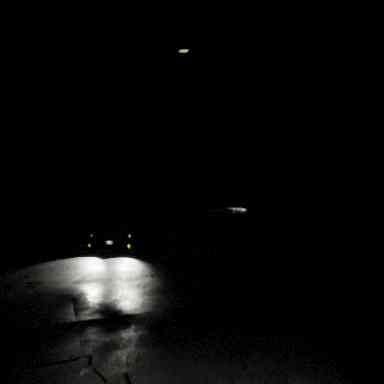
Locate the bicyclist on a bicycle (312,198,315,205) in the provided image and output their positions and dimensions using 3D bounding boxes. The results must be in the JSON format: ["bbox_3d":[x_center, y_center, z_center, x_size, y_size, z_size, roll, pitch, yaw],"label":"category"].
[{"bbox_3d":[27.347,2.212,74.930,0.582,1.620,1.656,3,1,42],"label":"bicyclist on a bicycle"}]

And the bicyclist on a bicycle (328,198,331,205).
[{"bbox_3d":[33.680,2.348,81.319,1.509,1.612,0.866,2,1,-42],"label":"bicyclist on a bicycle"}]

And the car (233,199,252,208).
[{"bbox_3d":[8.175,1.862,53.599,1.895,1.301,4.718,2,0,27],"label":"car"}]

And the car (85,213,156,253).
[{"bbox_3d":[-2.740,1.577,13.618,1.994,1.385,4.181,0,0,5],"label":"car"}]
